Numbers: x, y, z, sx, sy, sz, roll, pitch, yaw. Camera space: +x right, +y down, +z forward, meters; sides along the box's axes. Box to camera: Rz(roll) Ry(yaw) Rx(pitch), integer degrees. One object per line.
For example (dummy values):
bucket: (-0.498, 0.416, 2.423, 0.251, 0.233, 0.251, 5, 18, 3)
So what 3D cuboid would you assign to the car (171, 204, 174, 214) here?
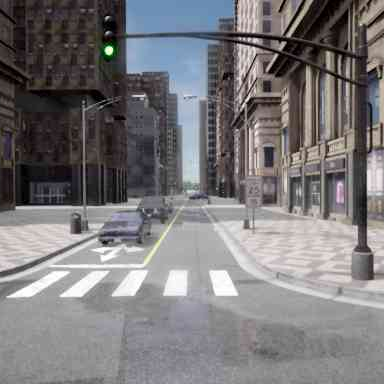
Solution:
car: (-3.090, 1.680, 37.062, 1.812, 1.442, 4.674, 0, 0, 0)

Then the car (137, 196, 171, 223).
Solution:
car: (-3.107, 1.345, 26.731, 2.150, 2.045, 5.566, 0, 0, -1)

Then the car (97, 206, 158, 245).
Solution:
car: (-3.108, 1.641, 16.512, 2.033, 1.411, 5.357, 0, 0, 0)
